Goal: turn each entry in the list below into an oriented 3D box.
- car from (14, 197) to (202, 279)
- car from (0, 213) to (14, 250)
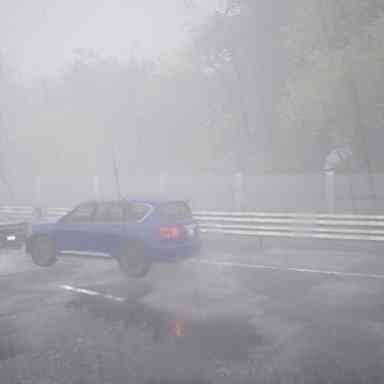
[{"bbox_3d":[-2.434,1.202,10.040,5.566,2.045,2.150,-1,0,26],"label":"car"},{"bbox_3d":[-8.532,1.481,12.958,5.008,1.535,1.882,0,0,29],"label":"car"}]
